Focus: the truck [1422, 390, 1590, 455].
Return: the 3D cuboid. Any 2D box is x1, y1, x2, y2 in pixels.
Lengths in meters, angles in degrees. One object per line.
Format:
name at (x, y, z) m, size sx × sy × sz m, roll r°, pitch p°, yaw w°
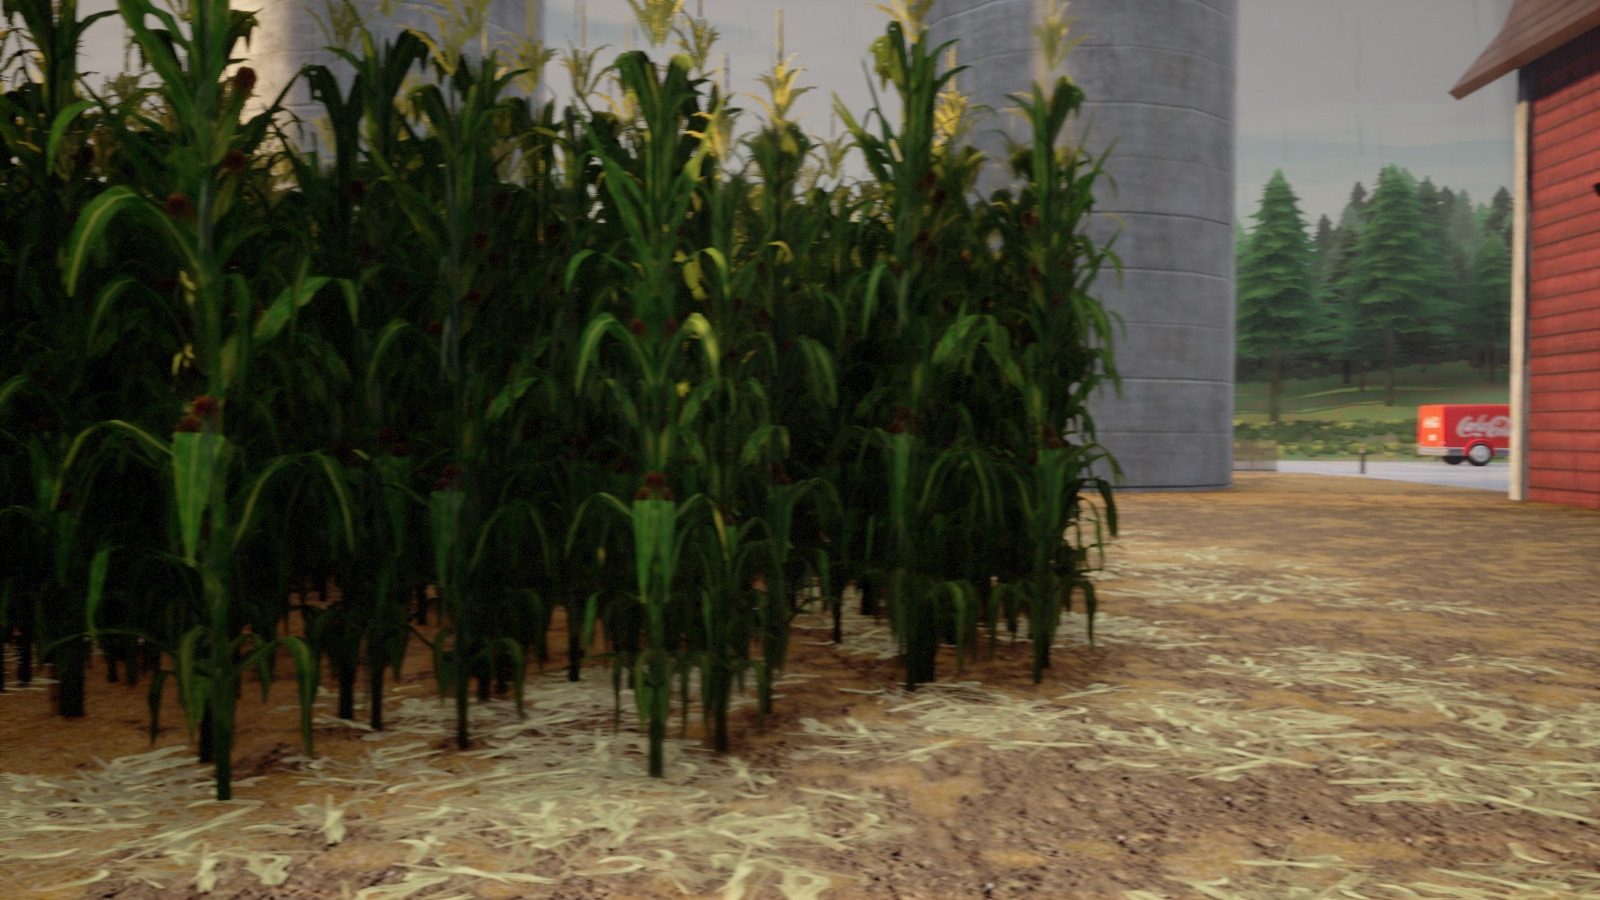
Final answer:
truck at (28.056, -1.094, 50.073) m, size 5.204 × 2.467 × 2.627 m, roll -1°, pitch 1°, yaw 3°
